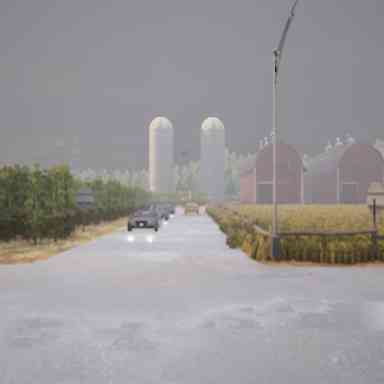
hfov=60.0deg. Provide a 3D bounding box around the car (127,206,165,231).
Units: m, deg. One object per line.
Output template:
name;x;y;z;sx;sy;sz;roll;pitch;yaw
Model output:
car;-3.213;1.925;23.076;1.994;1.385;4.181;0;-1;0

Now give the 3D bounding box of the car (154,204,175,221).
car;-3.221;2.051;33.431;2.128;1.511;4.902;0;-1;0

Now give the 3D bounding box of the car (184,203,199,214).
car;-0.036;2.230;45.611;1.882;1.535;5.008;0;-1;0
